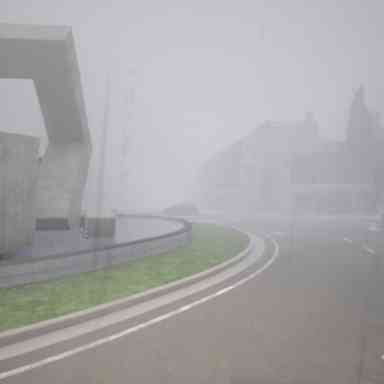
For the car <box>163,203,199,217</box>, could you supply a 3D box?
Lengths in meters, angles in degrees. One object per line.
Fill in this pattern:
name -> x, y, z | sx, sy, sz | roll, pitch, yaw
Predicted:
car -> -1.228, 1.980, 37.221 | 4.181, 1.385, 1.994 | -1, -1, 37
